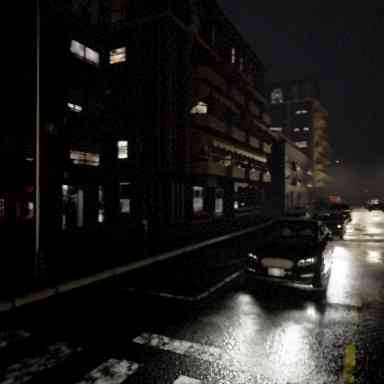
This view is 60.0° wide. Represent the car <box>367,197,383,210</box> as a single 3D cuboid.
[{"bbox_3d":[27.934,1.704,50.901,2.097,1.767,4.553,0,0,27],"label":"car"}]

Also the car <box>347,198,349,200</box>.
[{"bbox_3d":[31.297,2.046,70.009,2.008,1.369,4.403,0,0,27],"label":"car"}]

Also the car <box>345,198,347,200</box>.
[{"bbox_3d":[28.703,2.023,64.992,1.947,1.339,4.313,0,0,27],"label":"car"}]

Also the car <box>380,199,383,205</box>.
[{"bbox_3d":[41.335,2.086,71.177,1.802,1.307,4.206,0,0,27],"label":"car"}]

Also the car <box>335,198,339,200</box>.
[{"bbox_3d":[18.325,1.891,44.922,1.802,1.307,4.206,0,0,27],"label":"car"}]

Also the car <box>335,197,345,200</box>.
[{"bbox_3d":[23.514,1.697,54.959,2.192,1.841,5.009,0,0,27],"label":"car"}]

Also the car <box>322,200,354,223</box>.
[{"bbox_3d":[12.022,1.687,27.076,1.837,1.490,4.892,0,0,28],"label":"car"}]

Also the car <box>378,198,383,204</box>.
[{"bbox_3d":[46.524,2.150,81.212,1.947,1.339,4.313,0,-1,27],"label":"car"}]

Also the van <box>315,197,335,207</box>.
[{"bbox_3d":[15.731,1.614,39.906,1.690,1.788,3.998,0,0,27],"label":"van"}]

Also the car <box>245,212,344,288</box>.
[{"bbox_3d":[3.020,1.556,9.682,2.128,1.511,4.902,0,0,27],"label":"car"}]

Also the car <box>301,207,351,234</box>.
[{"bbox_3d":[7.318,1.721,17.993,1.895,1.301,4.718,0,0,27],"label":"car"}]

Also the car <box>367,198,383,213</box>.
[{"bbox_3d":[23.186,1.777,41.718,2.128,1.511,4.902,0,0,27],"label":"car"}]

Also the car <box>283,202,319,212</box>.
[{"bbox_3d":[7.948,1.719,24.853,2.008,1.369,4.403,0,0,27],"label":"car"}]
